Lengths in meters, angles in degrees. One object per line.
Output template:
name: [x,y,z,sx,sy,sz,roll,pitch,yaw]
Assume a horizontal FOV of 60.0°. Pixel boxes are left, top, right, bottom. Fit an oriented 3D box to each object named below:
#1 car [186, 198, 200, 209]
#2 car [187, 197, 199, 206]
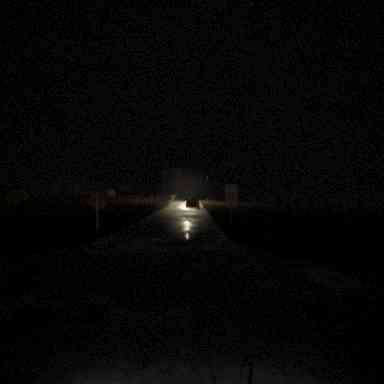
car: [0.093,1.683,51.994,2.097,1.767,4.553,0,0,0]
car: [0.113,1.784,62.058,2.128,1.511,4.902,0,0,0]
